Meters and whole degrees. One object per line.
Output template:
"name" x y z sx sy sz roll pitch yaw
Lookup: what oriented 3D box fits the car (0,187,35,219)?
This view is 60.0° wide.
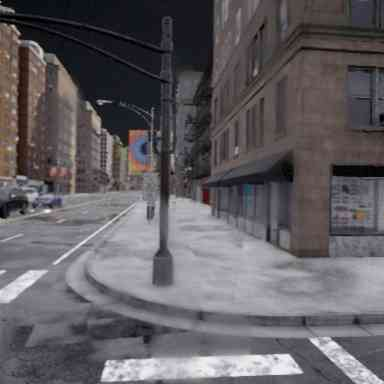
"car" -13.778 0.743 24.173 2.150 2.045 5.566 1 0 -6

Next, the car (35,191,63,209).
"car" -14.844 0.921 34.403 1.812 1.442 4.674 1 1 -5
